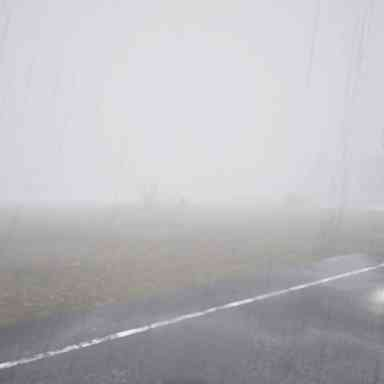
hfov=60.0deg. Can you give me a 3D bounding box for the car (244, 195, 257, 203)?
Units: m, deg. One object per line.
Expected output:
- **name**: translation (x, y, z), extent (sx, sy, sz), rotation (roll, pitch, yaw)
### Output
- **car**: translation (11.652, 1.347, 67.036), extent (2.128, 1.511, 4.902), rotation (0, 0, -34)

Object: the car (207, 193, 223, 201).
- **car**: translation (5.408, 1.060, 76.363), extent (2.097, 1.767, 4.553), rotation (0, 0, -34)
